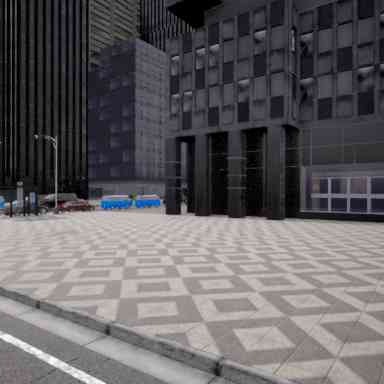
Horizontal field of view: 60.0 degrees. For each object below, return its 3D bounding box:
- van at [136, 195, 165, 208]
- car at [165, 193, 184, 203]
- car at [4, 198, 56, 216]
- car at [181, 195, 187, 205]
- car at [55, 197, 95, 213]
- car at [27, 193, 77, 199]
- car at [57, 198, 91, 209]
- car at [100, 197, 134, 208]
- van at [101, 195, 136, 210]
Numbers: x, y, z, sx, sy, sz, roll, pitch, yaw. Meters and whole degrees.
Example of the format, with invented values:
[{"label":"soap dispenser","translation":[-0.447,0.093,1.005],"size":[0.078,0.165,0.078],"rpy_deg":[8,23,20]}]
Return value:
[{"label":"van","translation":[-6.042,1.329,45.759],"size":[1.690,1.788,3.998],"rpy_deg":[0,0,35]},{"label":"car","translation":[-2.289,1.198,55.616],"size":[2.150,2.045,5.566],"rpy_deg":[0,0,35]},{"label":"car","translation":[-15.925,1.548,31.887],"size":[2.008,1.369,4.403],"rpy_deg":[0,0,35]},{"label":"car","translation":[0.545,1.568,55.008],"size":[1.802,1.307,4.206],"rpy_deg":[0,0,35]},{"label":"car","translation":[-12.631,1.575,36.511],"size":[1.802,1.307,4.206],"rpy_deg":[0,0,35]},{"label":"car","translation":[-16.673,1.197,40.934],"size":[2.150,2.045,5.566],"rpy_deg":[0,0,35]},{"label":"car","translation":[-16.281,1.548,46.081],"size":[1.802,1.307,4.206],"rpy_deg":[0,0,35]},{"label":"car","translation":[-10.981,1.476,48.912],"size":[1.837,1.490,4.892],"rpy_deg":[0,0,36]},{"label":"van","translation":[-9.336,1.331,41.135],"size":[1.690,1.788,3.998],"rpy_deg":[0,0,35]}]
